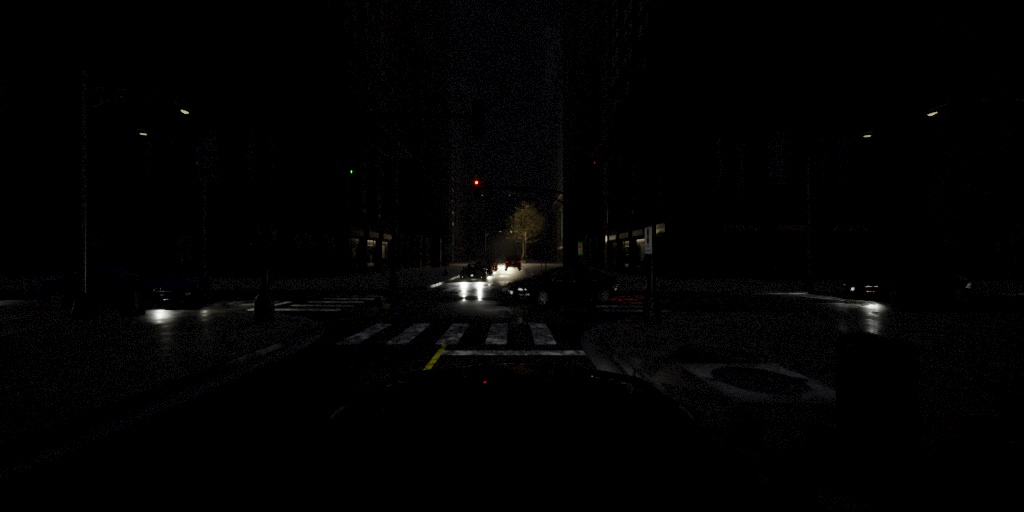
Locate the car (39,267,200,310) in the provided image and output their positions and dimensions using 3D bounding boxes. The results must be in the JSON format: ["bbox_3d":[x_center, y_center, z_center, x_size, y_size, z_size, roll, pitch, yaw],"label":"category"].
[{"bbox_3d":[-14.904,1.176,13.799,5.008,1.535,1.882,0,0,2],"label":"car"}]

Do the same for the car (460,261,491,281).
[{"bbox_3d":[-3.083,1.313,29.584,1.994,1.385,4.181,0,0,0],"label":"car"}]

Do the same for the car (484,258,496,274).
[{"bbox_3d":[-3.077,1.229,38.654,1.882,1.535,5.008,0,0,0],"label":"car"}]

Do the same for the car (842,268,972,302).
[{"bbox_3d":[18.556,1.313,16.975,4.892,1.490,1.837,0,0,0],"label":"car"}]

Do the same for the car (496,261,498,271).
[{"bbox_3d":[-3.060,1.113,48.300,2.097,1.767,4.553,0,0,0],"label":"car"}]

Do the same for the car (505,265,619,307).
[{"bbox_3d":[2.235,1.262,15.439,4.892,1.490,1.837,1,-1,-21],"label":"car"}]

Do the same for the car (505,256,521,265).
[{"bbox_3d":[0.131,0.987,52.144,2.150,2.045,5.566,0,0,0],"label":"car"}]
